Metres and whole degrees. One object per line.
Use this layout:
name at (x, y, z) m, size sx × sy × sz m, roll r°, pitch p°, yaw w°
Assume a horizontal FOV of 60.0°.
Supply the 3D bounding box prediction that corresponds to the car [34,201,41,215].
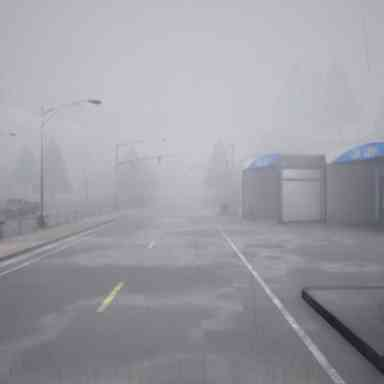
car at (-16.515, 1.413, 30.964) m, size 4.514 × 1.523 × 2.007 m, roll 0°, pitch 0°, yaw -1°

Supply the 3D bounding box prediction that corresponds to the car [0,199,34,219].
car at (-16.444, 1.396, 27.827) m, size 5.027 × 1.636 × 2.152 m, roll 0°, pitch 0°, yaw -1°
